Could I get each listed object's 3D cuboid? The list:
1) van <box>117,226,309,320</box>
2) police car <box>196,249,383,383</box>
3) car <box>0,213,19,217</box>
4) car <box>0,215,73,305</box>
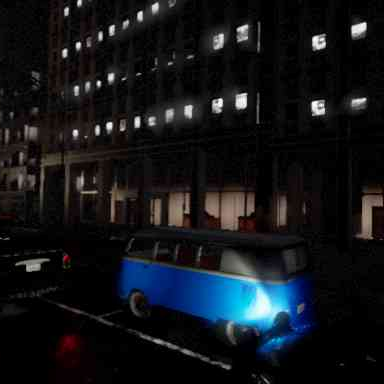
[{"bbox_3d":[0.268,1.621,6.412,3.998,1.788,1.690,-1,-2,39],"label":"van"},{"bbox_3d":[2.709,1.566,2.185,5.238,1.638,1.930,-1,-3,39],"label":"police car"},{"bbox_3d":[-8.618,1.760,13.499,5.009,1.841,2.192,-1,-2,39],"label":"car"},{"bbox_3d":[-4.999,1.635,8.335,4.553,1.767,2.097,-1,-3,39],"label":"car"}]
